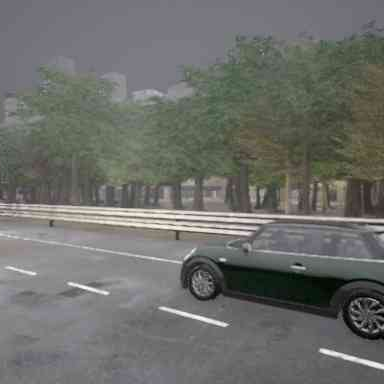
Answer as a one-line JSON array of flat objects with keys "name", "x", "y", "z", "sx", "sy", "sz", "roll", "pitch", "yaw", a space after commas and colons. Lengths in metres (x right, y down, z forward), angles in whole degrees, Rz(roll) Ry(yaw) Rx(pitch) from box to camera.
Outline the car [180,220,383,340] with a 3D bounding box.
[{"name": "car", "x": 1.939, "y": 1.352, "z": 6.786, "sx": 4.553, "sy": 1.767, "sz": 2.097, "roll": 0, "pitch": 0, "yaw": 36}]
